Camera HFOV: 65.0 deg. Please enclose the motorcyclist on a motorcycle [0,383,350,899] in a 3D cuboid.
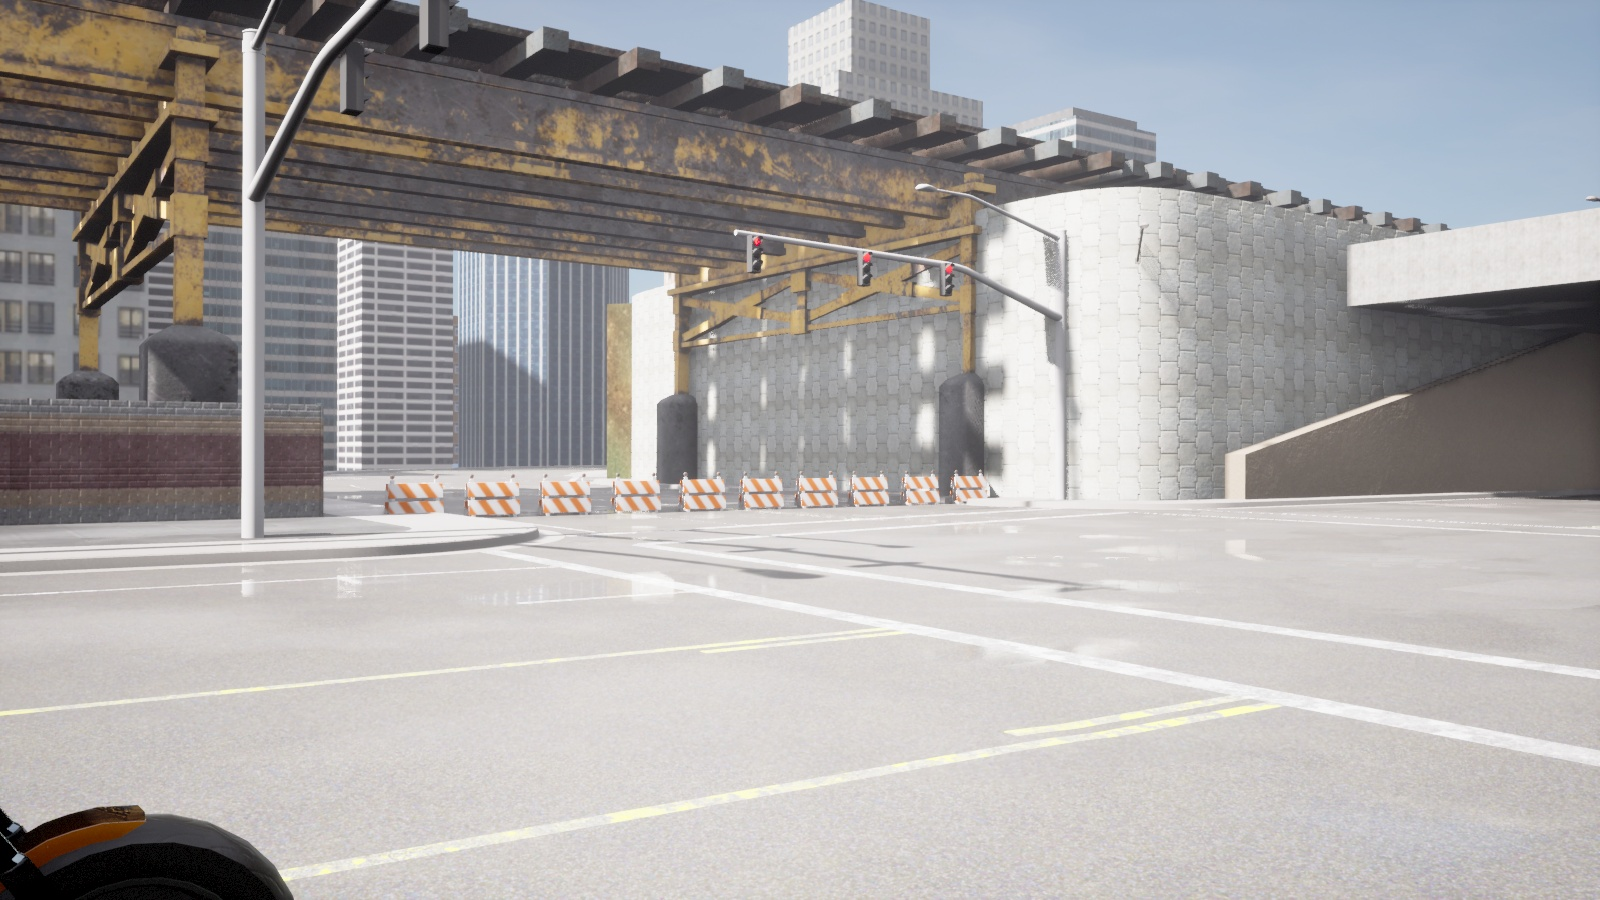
[{"bbox_3d":[-2.109,0.705,2.229,2.350,1.649,0.766,0,0,-34],"label":"motorcyclist on a motorcycle"}]
